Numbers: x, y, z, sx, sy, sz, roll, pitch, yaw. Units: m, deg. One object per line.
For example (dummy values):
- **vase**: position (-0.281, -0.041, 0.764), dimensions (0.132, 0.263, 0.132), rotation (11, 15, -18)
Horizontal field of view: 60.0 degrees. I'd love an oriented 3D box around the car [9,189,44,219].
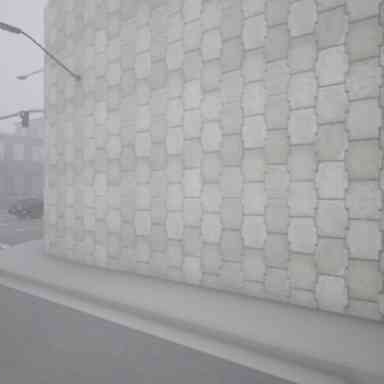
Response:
- **car**: position (-10.951, 0.762, 25.598), dimensions (2.150, 2.045, 5.566), rotation (0, 5, 35)
